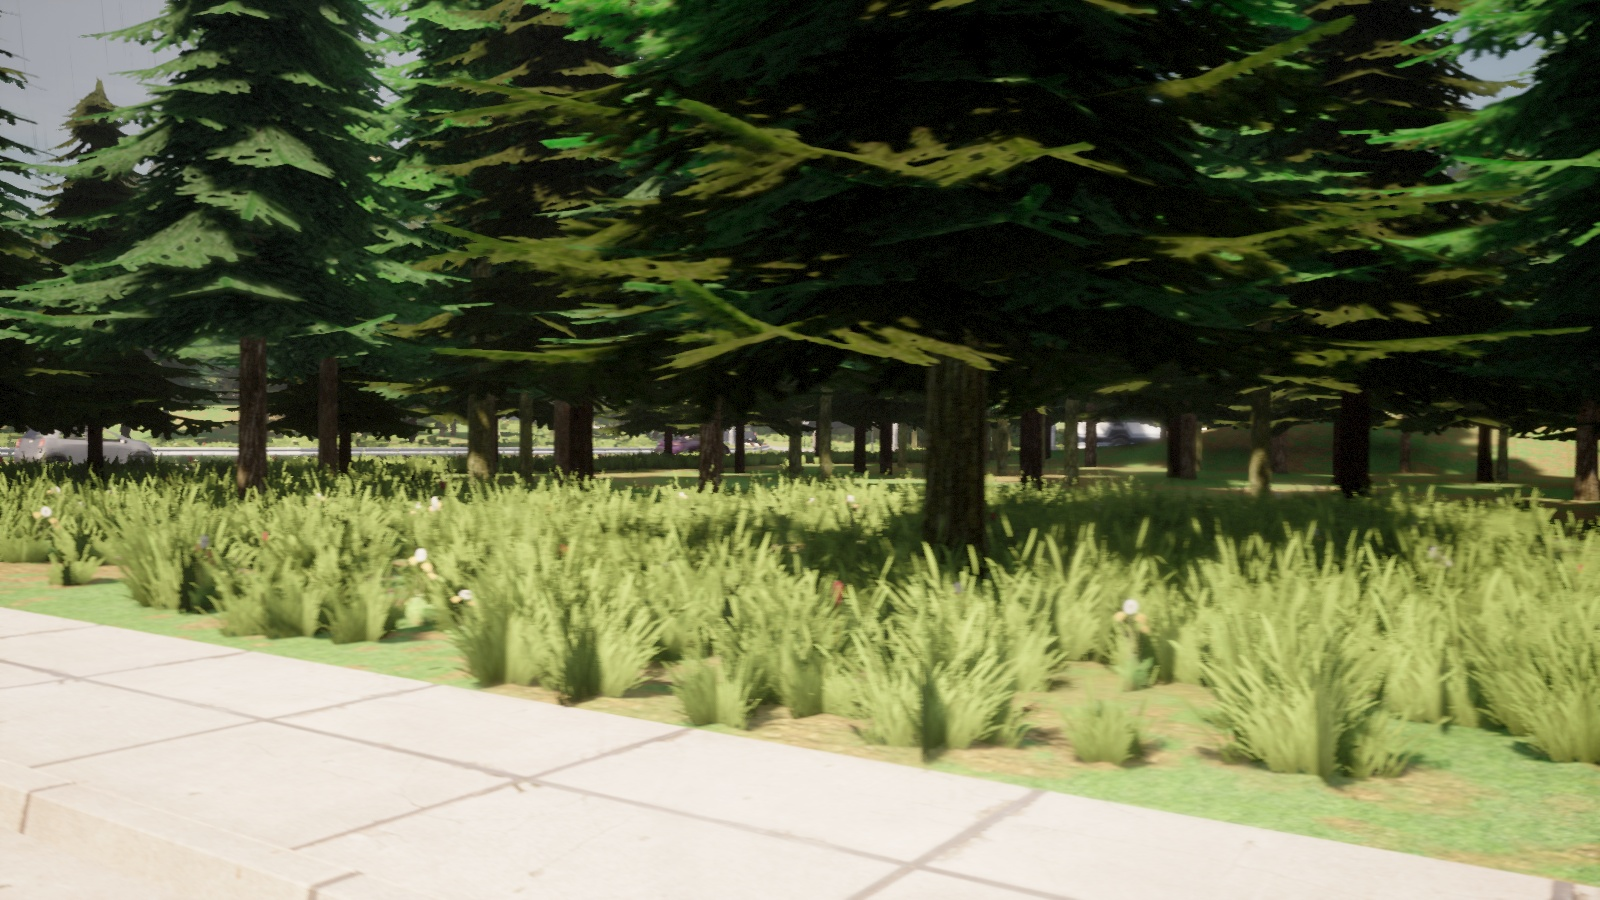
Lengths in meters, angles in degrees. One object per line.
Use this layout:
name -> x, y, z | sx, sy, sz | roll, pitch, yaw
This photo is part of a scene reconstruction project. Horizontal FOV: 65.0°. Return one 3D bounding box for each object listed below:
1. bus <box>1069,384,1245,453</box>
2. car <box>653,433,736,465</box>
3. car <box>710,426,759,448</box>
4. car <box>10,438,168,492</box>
bus -> 23.032, -1.992, 81.455 | 10.273, 4.253, 3.944 | 0, 0, -2
car -> -5.128, -0.074, 61.517 | 1.816, 1.474, 4.193 | 0, 1, 35
car -> -5.105, -1.047, 97.596 | 1.845, 1.501, 3.633 | -1, 4, -44
car -> -21.106, 0.401, 37.395 | 1.845, 1.501, 3.633 | 0, 1, 33
